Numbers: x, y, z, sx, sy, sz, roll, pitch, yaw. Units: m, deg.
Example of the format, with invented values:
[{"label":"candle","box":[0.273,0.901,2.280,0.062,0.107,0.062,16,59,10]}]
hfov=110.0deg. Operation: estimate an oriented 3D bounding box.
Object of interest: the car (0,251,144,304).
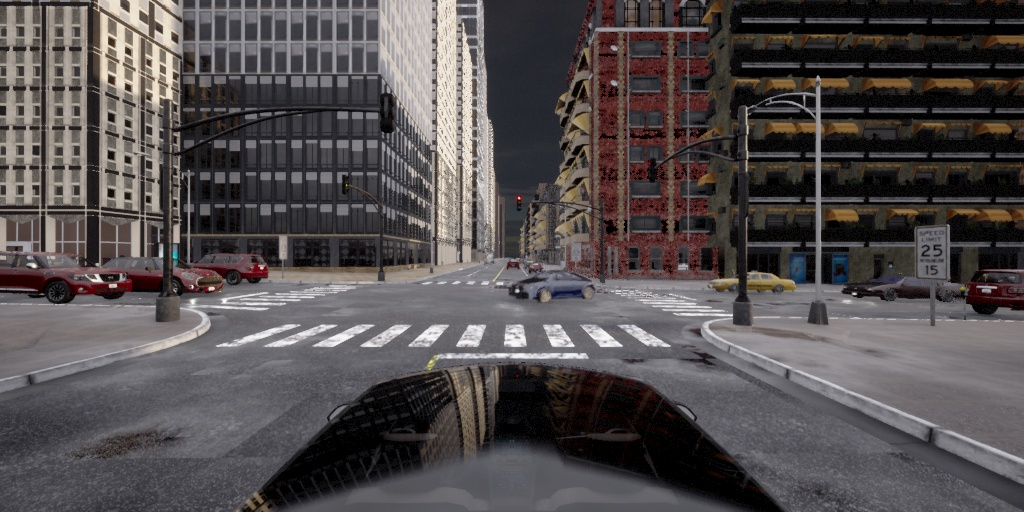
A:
[{"label":"car","box":[-17.558,0.757,13.477,5.009,1.841,2.192,0,0,0]}]

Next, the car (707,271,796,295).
[{"label":"car","box":[14.660,1.587,22.090,4.829,1.417,1.751,0,0,0]}]

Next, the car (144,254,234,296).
[{"label":"car","box":[-15.722,0.835,16.082,4.553,1.767,2.097,1,0,0]}]

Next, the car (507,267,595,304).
[{"label":"car","box":[1.895,1.374,16.748,4.181,1.385,1.994,1,0,-33]}]

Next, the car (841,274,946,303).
[{"label":"car","box":[21.321,1.721,19.548,5.357,1.411,2.033,1,0,0]}]

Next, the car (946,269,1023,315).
[{"label":"car","box":[20.616,1.461,13.785,5.009,1.841,2.192,0,0,0]}]

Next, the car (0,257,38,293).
[{"label":"car","box":[-24.941,0.789,16.018,5.008,1.535,1.882,1,0,-1]}]

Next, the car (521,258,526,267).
[{"label":"car","box":[2.769,1.317,54.723,2.007,1.370,4.403,0,0,0]}]

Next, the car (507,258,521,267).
[{"label":"car","box":[0.183,1.246,57.715,1.882,1.535,5.008,0,0,0]}]

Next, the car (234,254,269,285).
[{"label":"car","box":[-17.680,0.776,21.856,5.009,1.841,2.192,0,0,0]}]

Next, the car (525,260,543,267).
[{"label":"car","box":[2.800,1.341,41.805,1.802,1.307,4.207,0,0,0]}]
